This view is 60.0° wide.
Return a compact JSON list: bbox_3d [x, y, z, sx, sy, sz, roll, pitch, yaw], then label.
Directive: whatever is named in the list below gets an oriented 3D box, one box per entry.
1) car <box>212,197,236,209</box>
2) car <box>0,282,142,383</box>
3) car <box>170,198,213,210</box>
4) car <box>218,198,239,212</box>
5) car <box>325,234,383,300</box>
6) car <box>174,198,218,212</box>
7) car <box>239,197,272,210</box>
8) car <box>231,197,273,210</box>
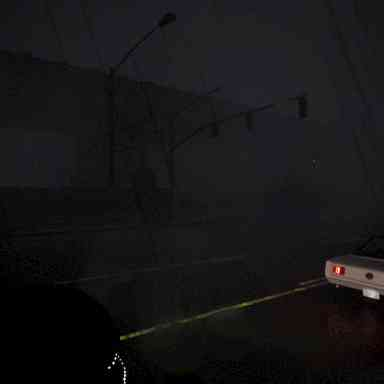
[{"bbox_3d":[3.819,1.295,39.129,1.853,1.218,4.536,0,0,18],"label":"car"},{"bbox_3d":[-3.003,1.221,1.607,5.566,2.045,2.150,0,0,-35],"label":"car"},{"bbox_3d":[0.008,1.295,36.399,4.536,1.218,1.853,0,0,8],"label":"car"},{"bbox_3d":[3.803,1.453,39.079,2.038,1.542,4.974,0,0,18],"label":"car"},{"bbox_3d":[5.142,1.601,7.447,4.718,1.301,1.895,0,0,-35],"label":"car"},{"bbox_3d":[0.060,1.453,36.392,4.974,1.542,2.038,0,0,8],"label":"car"},{"bbox_3d":[7.661,1.295,42.834,4.536,1.218,1.853,0,0,-7],"label":"car"},{"bbox_3d":[7.712,1.453,42.840,4.974,1.542,2.038,0,0,-7],"label":"car"}]
